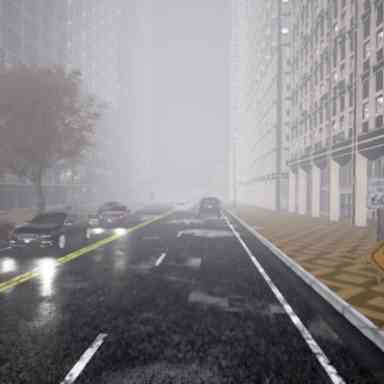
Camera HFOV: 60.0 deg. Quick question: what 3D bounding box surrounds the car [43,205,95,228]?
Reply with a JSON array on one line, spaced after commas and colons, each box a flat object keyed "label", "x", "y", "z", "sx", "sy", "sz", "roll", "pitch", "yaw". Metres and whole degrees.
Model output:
[{"label": "car", "x": -8.679, "y": 1.676, "z": 23.933, "sx": 1.994, "sy": 1.385, "sz": 4.181, "roll": 1, "pitch": 0, "yaw": 2}]

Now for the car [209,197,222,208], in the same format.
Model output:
[{"label": "car", "x": 4.163, "y": 1.859, "z": 59.604, "sx": 2.097, "sy": 1.767, "sz": 4.553, "roll": 1, "pitch": 0, "yaw": 3}]

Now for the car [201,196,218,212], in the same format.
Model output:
[{"label": "car", "x": 2.408, "y": 1.611, "z": 45.701, "sx": 2.150, "sy": 2.045, "sz": 5.566, "roll": 1, "pitch": 0, "yaw": 3}]

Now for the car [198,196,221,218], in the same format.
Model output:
[{"label": "car", "x": 1.793, "y": 1.510, "z": 33.800, "sx": 2.150, "sy": 2.045, "sz": 5.566, "roll": 1, "pitch": 0, "yaw": 3}]

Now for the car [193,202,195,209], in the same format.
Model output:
[{"label": "car", "x": -0.631, "y": 1.917, "z": 49.972, "sx": 1.812, "sy": 1.442, "sz": 4.674, "roll": 1, "pitch": 0, "yaw": 3}]

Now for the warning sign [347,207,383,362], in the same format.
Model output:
[{"label": "warning sign", "x": 3.056, "y": 1.182, "z": 4.594, "sx": 1.300, "sy": 1.860, "sz": 1.060, "roll": 2, "pitch": 1, "yaw": 3}]

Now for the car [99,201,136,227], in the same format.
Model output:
[{"label": "car", "x": -5.383, "y": 1.674, "z": 24.597, "sx": 1.812, "sy": 1.442, "sz": 4.674, "roll": 1, "pitch": 0, "yaw": 3}]

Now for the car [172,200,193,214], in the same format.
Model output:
[{"label": "car", "x": -1.183, "y": 1.829, "z": 39.248, "sx": 1.812, "sy": 1.442, "sz": 4.674, "roll": 1, "pitch": 0, "yaw": 3}]

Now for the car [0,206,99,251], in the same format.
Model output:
[{"label": "car", "x": -5.909, "y": 1.568, "z": 14.596, "sx": 1.837, "sy": 1.490, "sz": 4.892, "roll": 1, "pitch": 0, "yaw": 3}]
